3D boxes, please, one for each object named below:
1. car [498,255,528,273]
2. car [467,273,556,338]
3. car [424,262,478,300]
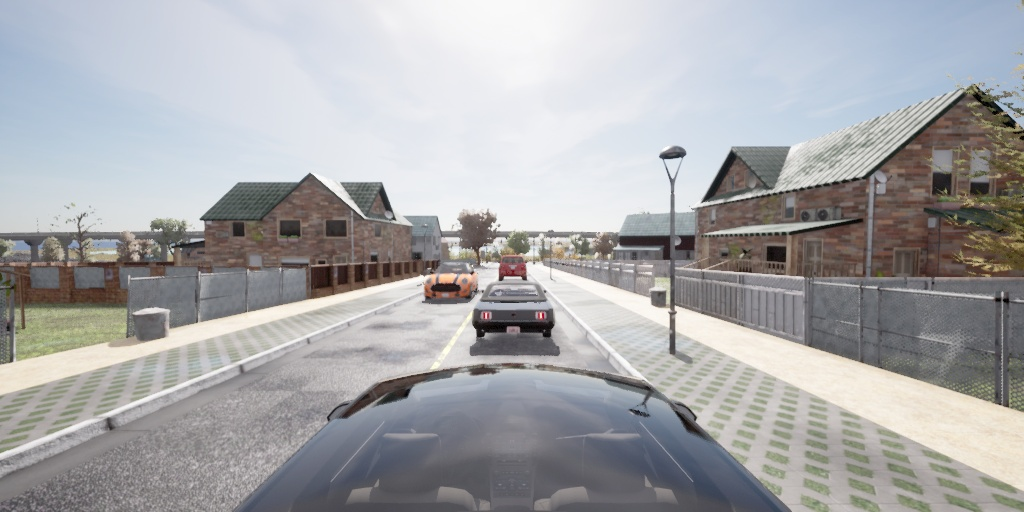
[{"bbox_3d":[0.066,0.966,28.784,2.150,2.045,5.566,0,0,0],"label":"car"},{"bbox_3d":[0.054,1.345,10.137,1.895,1.301,4.718,0,0,0],"label":"car"},{"bbox_3d":[-2.859,1.095,17.633,2.097,1.767,4.553,0,0,0],"label":"car"}]
